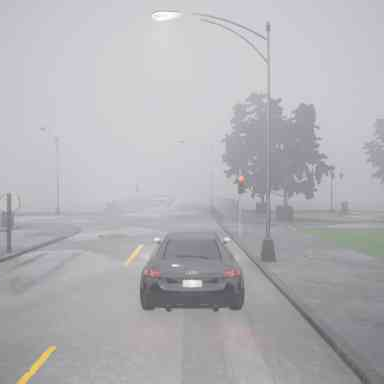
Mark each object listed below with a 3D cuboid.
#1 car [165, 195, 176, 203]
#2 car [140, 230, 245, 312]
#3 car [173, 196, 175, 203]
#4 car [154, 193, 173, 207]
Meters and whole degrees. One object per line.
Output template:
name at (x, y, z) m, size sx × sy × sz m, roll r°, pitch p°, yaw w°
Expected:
car at (-4.577, 1.525, 71.510) m, size 2.128 × 1.511 × 4.902 m, roll 0°, pitch 0°, yaw 0°
car at (0.001, 1.564, 7.801) m, size 1.994 × 1.385 × 4.181 m, roll 0°, pitch 0°, yaw 0°
car at (-4.557, 1.547, 61.371) m, size 2.033 × 1.411 × 5.357 m, roll 0°, pitch 0°, yaw 0°
car at (-4.511, 1.221, 51.016) m, size 2.150 × 2.045 × 5.566 m, roll 0°, pitch 0°, yaw -1°
